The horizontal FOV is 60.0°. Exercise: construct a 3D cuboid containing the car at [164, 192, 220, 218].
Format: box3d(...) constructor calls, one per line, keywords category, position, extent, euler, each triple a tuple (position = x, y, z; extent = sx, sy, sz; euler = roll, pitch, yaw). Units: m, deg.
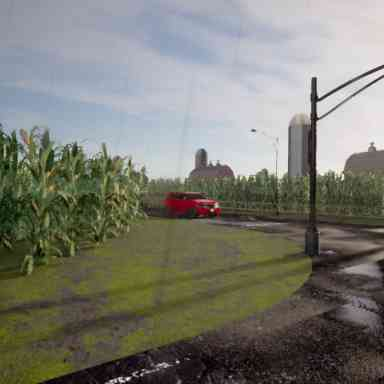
box3d(category="car", position=(-0.129, 1.006, 27.440), extent=(2.150, 2.045, 5.566), euler=(2, 0, -37))
